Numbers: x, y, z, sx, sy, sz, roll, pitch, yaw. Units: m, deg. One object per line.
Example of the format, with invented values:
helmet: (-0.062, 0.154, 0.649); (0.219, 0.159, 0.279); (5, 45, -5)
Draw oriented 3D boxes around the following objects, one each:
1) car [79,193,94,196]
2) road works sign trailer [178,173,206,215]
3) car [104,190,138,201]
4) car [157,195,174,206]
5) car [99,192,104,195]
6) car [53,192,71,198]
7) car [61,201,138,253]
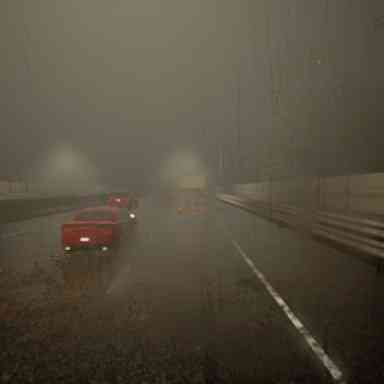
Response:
car: (-21.015, 0.804, 66.335); (2.033, 1.411, 5.357); (0, 1, 0)
road works sign trailer: (-0.007, 0.132, 29.027); (2.380, 3.560, 2.880); (0, 1, 0)
car: (-6.907, 0.836, 33.876); (2.150, 2.045, 5.566); (0, 1, 0)
car: (-3.412, 1.065, 42.767); (2.033, 1.411, 5.357); (0, 1, 0)
car: (-17.515, 0.730, 66.752); (1.882, 1.535, 5.008); (0, 1, 0)
car: (-24.519, 0.787, 62.641); (1.882, 1.535, 5.008); (0, 1, 0)
car: (-3.403, 1.324, 13.031); (1.882, 1.535, 5.008); (0, 1, 0)
